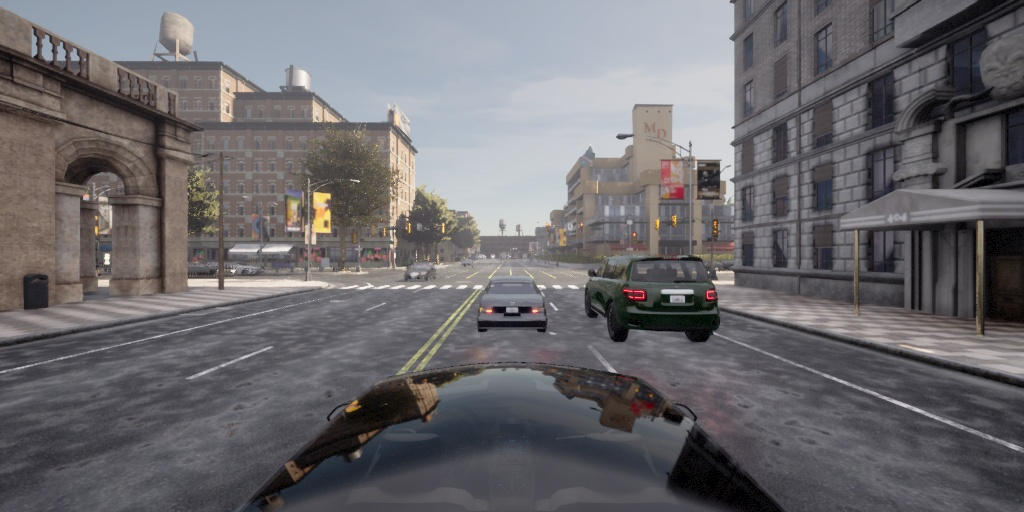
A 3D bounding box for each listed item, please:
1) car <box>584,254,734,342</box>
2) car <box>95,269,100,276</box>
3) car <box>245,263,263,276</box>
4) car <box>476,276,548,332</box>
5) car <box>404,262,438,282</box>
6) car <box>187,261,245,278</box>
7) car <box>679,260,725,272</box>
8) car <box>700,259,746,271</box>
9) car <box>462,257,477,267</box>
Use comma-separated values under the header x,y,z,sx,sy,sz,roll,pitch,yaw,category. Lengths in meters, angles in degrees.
x,y,z,sx,sy,sz,roll,pitch,yaw,category
3.467,0.971,9.970,2.150,2.045,5.566,0,0,2,car
-45.371,1.275,36.301,4.674,1.442,1.812,0,0,0,car
-27.962,1.275,36.372,4.674,1.442,1.812,0,0,0,car
-0.002,1.297,10.816,2.033,1.411,5.357,0,0,0,car
-7.257,1.245,28.873,2.128,1.511,4.902,0,0,-1,car
-27.952,1.241,32.871,4.902,1.511,2.128,0,0,0,car
23.692,1.254,44.809,4.892,1.490,1.837,0,0,0,car
28.393,1.227,48.321,5.008,1.535,1.882,0,0,0,car
-7.609,1.163,62.738,2.033,1.411,5.357,0,0,-1,car
